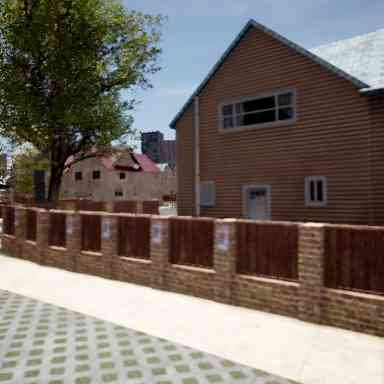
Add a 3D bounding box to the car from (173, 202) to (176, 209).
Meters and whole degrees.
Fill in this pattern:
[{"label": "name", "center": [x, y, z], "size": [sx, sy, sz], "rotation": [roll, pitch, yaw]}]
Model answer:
[{"label": "car", "center": [-0.402, 1.293, 40.315], "size": [1.837, 1.490, 4.892], "rotation": [-1, 0, 30]}]
